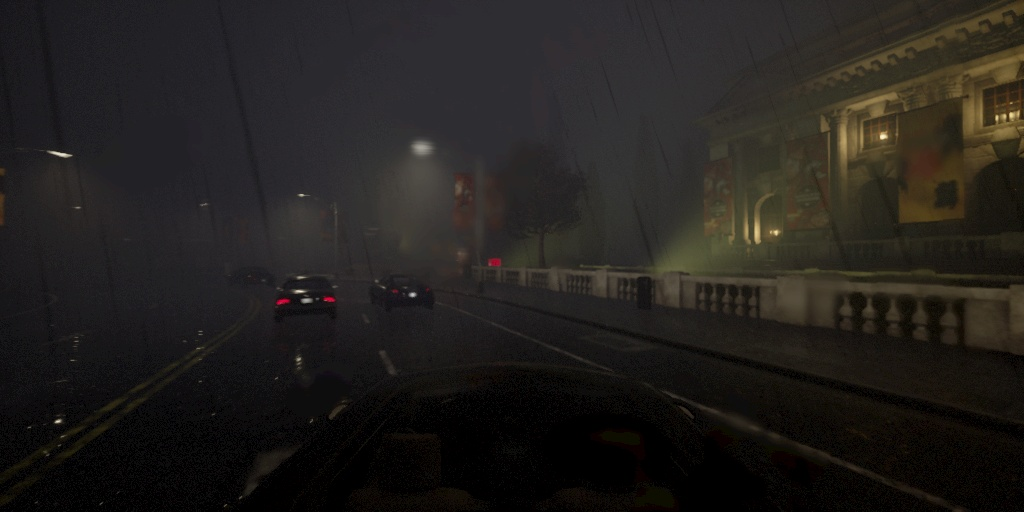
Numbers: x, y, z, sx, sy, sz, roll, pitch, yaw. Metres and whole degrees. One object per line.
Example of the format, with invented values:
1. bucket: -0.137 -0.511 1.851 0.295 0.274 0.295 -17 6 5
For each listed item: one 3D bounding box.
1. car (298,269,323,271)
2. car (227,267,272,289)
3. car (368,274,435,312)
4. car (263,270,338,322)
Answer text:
1. car: -15.819 1.644 27.971 4.718 1.301 1.895 0 -1 38
2. car: -18.605 1.538 25.662 4.674 1.442 1.812 0 -1 36
3. car: -4.833 1.471 15.437 1.994 1.385 4.181 0 -1 -31
4. car: -7.425 1.423 13.020 2.033 1.411 5.357 0 -1 -29
